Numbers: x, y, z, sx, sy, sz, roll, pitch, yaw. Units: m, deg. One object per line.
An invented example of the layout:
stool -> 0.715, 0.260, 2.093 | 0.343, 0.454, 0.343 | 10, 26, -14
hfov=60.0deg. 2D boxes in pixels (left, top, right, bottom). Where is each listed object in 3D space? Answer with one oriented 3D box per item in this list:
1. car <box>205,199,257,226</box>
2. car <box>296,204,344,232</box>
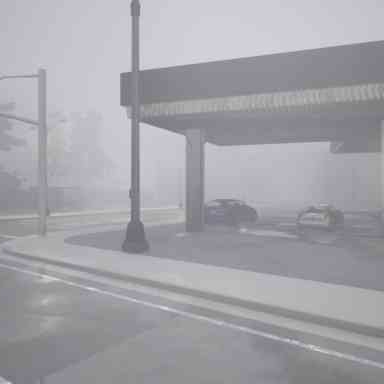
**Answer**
car -> 2.648, 1.295, 22.587 | 2.242, 1.667, 4.611 | 0, 0, 37
car -> 7.722, 1.456, 19.787 | 1.970, 1.475, 3.806 | 0, 0, 37
